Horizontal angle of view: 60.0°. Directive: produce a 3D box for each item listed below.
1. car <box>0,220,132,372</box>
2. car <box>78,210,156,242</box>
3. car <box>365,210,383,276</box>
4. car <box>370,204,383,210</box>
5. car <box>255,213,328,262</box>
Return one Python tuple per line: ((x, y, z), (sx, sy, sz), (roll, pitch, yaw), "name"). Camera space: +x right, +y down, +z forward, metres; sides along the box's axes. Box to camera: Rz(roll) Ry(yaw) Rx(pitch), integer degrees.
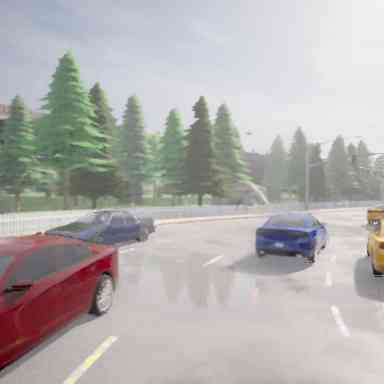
((-2.792, 1.439, 4.826), (1.882, 1.535, 5.008), (0, 0, 13), "car")
((-3.527, 1.491, 13.880), (2.033, 1.411, 5.357), (1, 0, 25), "car")
((6.443, 1.547, 10.053), (1.882, 1.535, 5.008), (0, 0, 26), "car")
((14.506, 1.633, 24.442), (5.008, 1.535, 1.882), (2, -1, -44), "car")
((3.864, 1.513, 12.487), (1.882, 1.535, 5.008), (0, 0, 28), "car")
